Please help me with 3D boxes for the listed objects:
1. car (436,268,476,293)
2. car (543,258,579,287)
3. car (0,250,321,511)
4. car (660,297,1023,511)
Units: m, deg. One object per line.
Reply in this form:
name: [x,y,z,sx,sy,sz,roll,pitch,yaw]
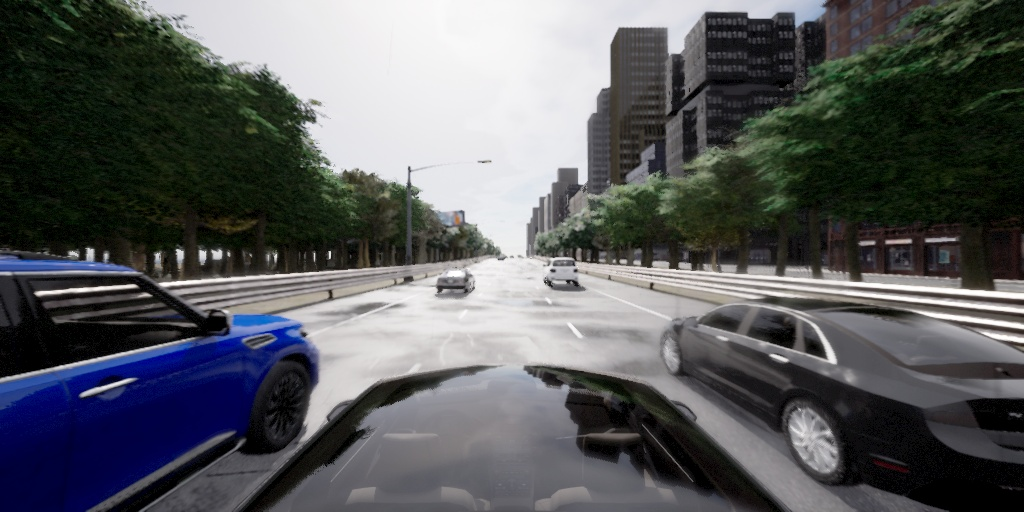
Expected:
car: [-3.403,1.471,22.367,2.033,1.411,5.357,0,0,0]
car: [3.598,1.171,27.101,2.150,2.045,5.566,0,0,0]
car: [-3.399,0.973,2.000,2.150,2.045,5.566,0,-1,0]
car: [3.598,1.280,4.614,1.837,1.490,4.892,0,0,0]
